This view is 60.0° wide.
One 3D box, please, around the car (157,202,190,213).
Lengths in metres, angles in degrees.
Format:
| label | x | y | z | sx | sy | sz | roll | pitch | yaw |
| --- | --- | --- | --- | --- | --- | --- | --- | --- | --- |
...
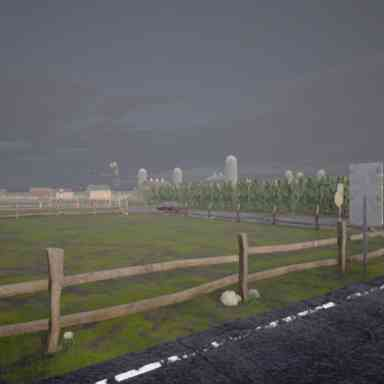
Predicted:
| label | x | y | z | sx | sy | sz | roll | pitch | yaw |
| --- | --- | --- | --- | --- | --- | --- | --- | --- | --- |
| car | -2.224 | 1.859 | 39.633 | 1.895 | 1.301 | 4.718 | 0 | 0 | -35 |

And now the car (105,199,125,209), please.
| label | x | y | z | sx | sy | sz | roll | pitch | yaw |
| --- | --- | --- | --- | --- | --- | --- | --- | --- | --- |
| car | -12.579 | 1.939 | 54.300 | 1.882 | 1.535 | 5.008 | 0 | 0 | -36 |
